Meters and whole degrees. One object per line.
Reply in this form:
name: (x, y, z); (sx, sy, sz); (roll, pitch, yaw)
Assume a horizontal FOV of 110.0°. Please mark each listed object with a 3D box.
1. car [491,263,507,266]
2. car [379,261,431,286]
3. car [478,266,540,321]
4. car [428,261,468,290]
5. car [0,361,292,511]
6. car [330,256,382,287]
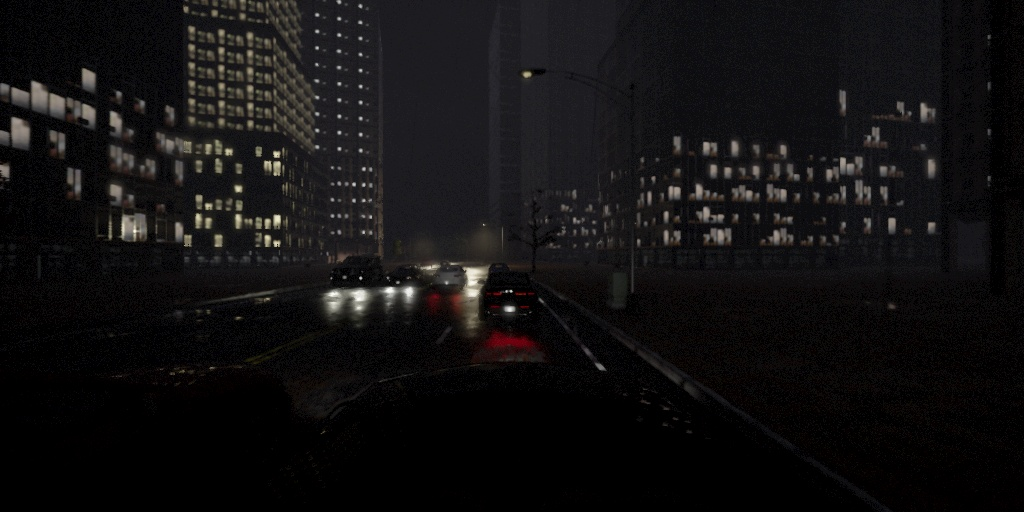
car: (-1.118, 1.297, 30.700); (2.033, 1.411, 5.357); (0, 0, -5)
car: (-7.456, 1.305, 25.555); (2.033, 1.411, 5.357); (0, 0, -4)
car: (-0.129, 1.254, 12.515); (1.837, 1.490, 4.892); (0, 0, -2)
car: (-3.828, 1.279, 22.592); (1.812, 1.442, 4.674); (0, 0, -3)
car: (-3.189, 1.279, 1.762); (1.812, 1.442, 4.674); (0, 0, 0)
car: (-10.703, 0.984, 25.307); (2.150, 2.045, 5.566); (0, 0, -4)
